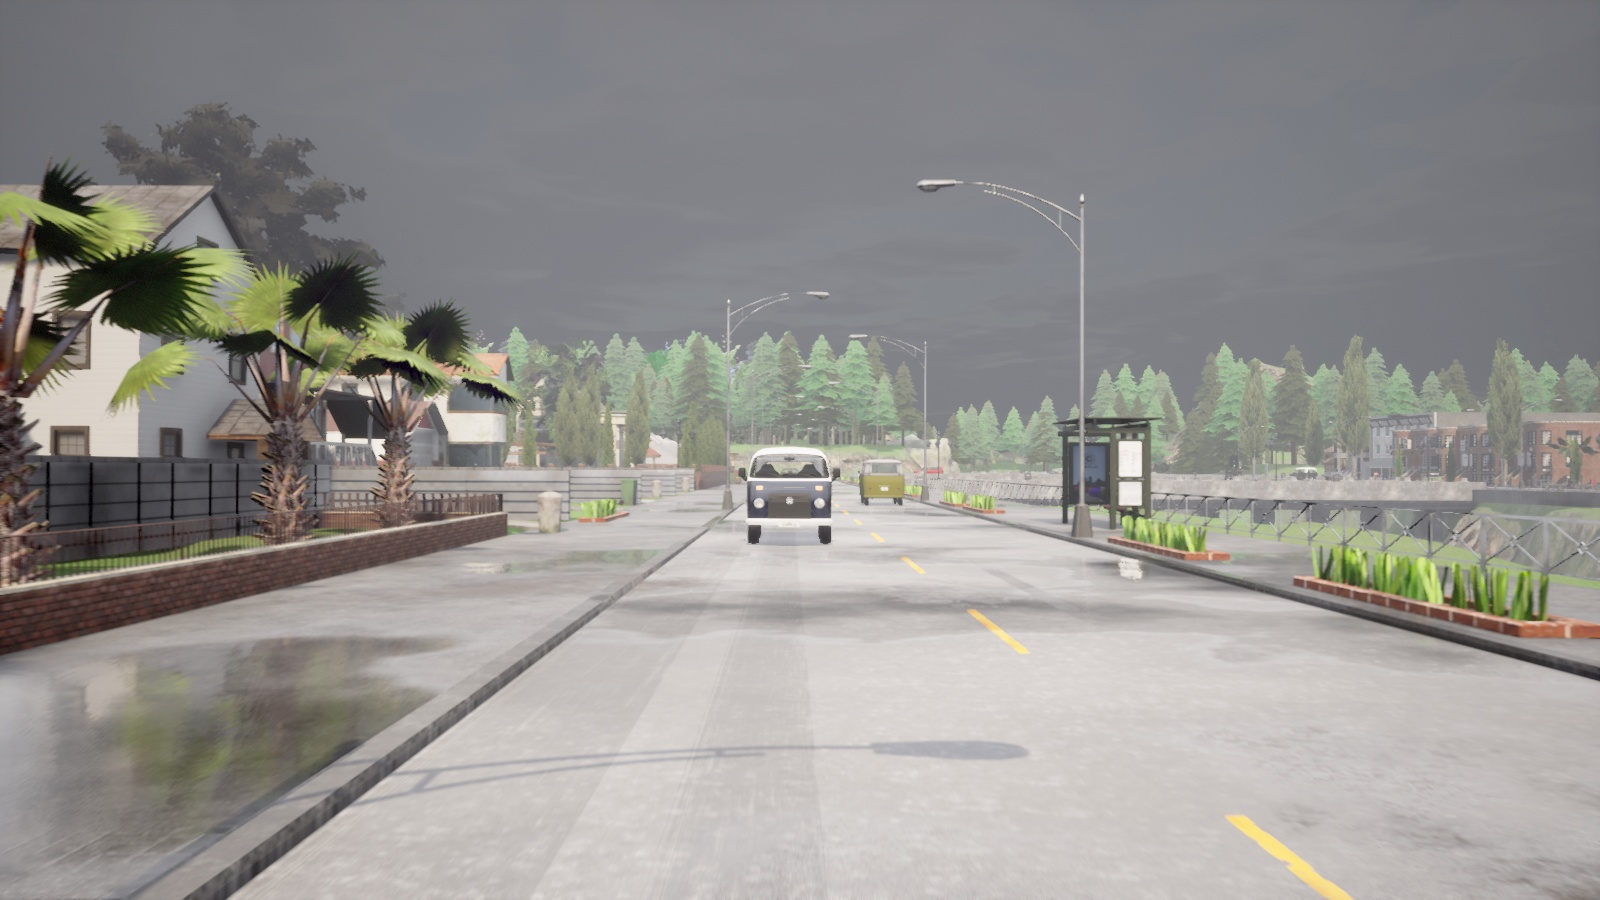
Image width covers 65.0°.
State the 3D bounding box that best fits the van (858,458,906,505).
[{"bbox_3d":[3.574,1.378,55.423,1.775,1.987,4.442,0,-1,0],"label":"van"}]

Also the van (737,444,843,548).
[{"bbox_3d":[-0.216,0.940,27.044,2.069,2.038,4.480,0,-1,0],"label":"van"}]
